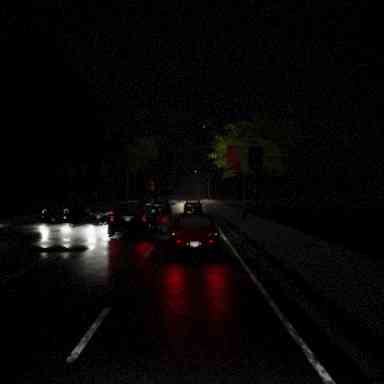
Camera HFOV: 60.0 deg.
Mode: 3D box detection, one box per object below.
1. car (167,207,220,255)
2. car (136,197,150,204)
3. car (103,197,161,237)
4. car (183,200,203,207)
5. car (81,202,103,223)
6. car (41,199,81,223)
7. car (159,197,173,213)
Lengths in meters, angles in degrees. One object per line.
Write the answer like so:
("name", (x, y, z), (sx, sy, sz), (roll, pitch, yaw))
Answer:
("car", (0.094, 1.542, 13.290), (1.812, 1.442, 4.674), (0, 0, 0))
("car", (-9.758, 1.659, 67.170), (2.033, 1.411, 5.357), (0, 0, 0))
("car", (-3.154, 1.376, 18.432), (2.097, 1.767, 4.553), (0, 0, 0))
("car", (0.096, 1.545, 35.202), (2.128, 1.511, 4.902), (0, 0, 0))
("car", (-6.602, 1.528, 25.921), (2.128, 1.511, 4.902), (0, 0, 0))
("car", (-9.851, 1.388, 25.831), (2.097, 1.767, 4.553), (0, 0, 0))
("car", (-3.154, 1.545, 35.162), (2.128, 1.511, 4.902), (0, 0, 0))
